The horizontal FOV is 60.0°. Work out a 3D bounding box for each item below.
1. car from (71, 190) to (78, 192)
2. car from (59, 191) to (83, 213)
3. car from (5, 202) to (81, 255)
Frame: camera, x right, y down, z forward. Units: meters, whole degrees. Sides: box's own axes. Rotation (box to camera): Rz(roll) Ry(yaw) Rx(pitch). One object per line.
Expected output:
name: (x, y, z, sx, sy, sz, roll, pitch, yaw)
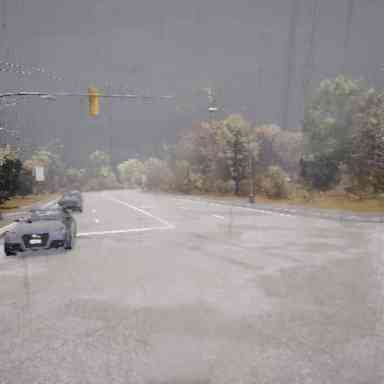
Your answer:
car: (-20.035, 0.425, 56.970, 1.812, 1.442, 4.674, -3, 2, -19)
car: (-10.068, 0.960, 27.585, 2.033, 1.411, 5.357, -3, 2, -18)
car: (-5.441, 1.325, 12.355, 1.994, 1.385, 4.181, -3, 2, -15)
